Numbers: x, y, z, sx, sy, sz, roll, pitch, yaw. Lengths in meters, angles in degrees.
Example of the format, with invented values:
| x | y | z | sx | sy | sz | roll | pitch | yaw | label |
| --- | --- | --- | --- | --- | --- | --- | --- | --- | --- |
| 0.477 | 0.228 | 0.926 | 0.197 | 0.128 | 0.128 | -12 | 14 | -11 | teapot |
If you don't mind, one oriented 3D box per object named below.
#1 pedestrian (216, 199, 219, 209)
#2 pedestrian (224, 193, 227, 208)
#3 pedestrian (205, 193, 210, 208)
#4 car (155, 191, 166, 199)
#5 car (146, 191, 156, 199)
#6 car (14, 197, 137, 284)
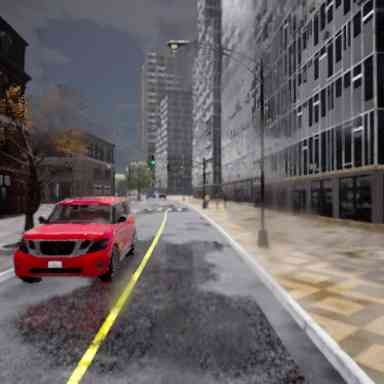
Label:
| x | y | z | sx | sy | sz | roll | pitch | yaw | label |
| --- | --- | --- | --- | --- | --- | --- | --- | --- | --- |
| 2.940 | 1.378 | 38.633 | 0.500 | 1.100 | 0.500 | 1 | -1 | -4 | pedestrian |
| 3.890 | 1.007 | 39.314 | 0.375 | 1.860 | 0.375 | 1 | -1 | -4 | pedestrian |
| 1.849 | 0.987 | 39.756 | 0.375 | 1.860 | 0.375 | 1 | -1 | -4 | pedestrian |
| -7.731 | 1.038 | 86.444 | 1.837 | 1.490 | 4.892 | 0 | 0 | -10 | car |
| -10.989 | 0.838 | 89.014 | 2.150 | 2.045 | 5.566 | 0 | 0 | -10 | car |
| -2.992 | 1.184 | 9.870 | 2.150 | 2.045 | 5.566 | 0 | 0 | -1 | car |
